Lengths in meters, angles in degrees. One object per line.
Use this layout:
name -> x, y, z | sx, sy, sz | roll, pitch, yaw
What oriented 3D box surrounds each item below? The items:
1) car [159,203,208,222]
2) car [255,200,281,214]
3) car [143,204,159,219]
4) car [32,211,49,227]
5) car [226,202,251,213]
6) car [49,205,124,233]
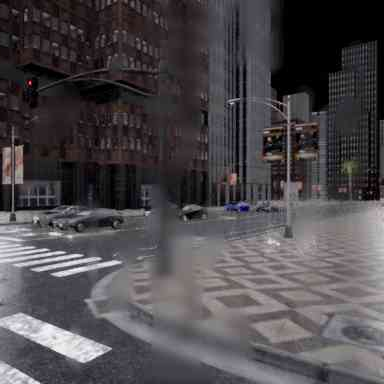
car -> -0.435, 1.862, 30.636 | 1.882, 1.535, 5.008 | 0, 0, 35
car -> 10.702, 2.216, 46.450 | 2.033, 1.411, 5.357 | 0, -1, 36
car -> -2.768, 1.880, 32.968 | 2.128, 1.511, 4.902 | 0, -1, 35
car -> -8.990, 1.723, 24.085 | 2.128, 1.511, 4.902 | 0, -1, 35
car -> 6.519, 2.102, 46.177 | 1.882, 1.535, 5.008 | 0, -1, 35
car -> -6.550, 1.756, 21.905 | 1.812, 1.442, 4.674 | 0, -1, 35
